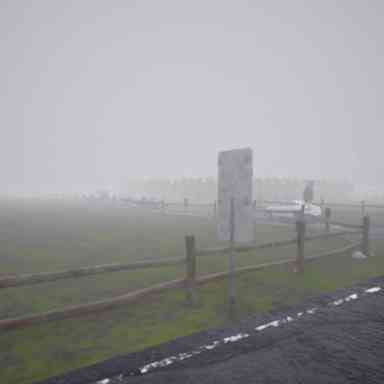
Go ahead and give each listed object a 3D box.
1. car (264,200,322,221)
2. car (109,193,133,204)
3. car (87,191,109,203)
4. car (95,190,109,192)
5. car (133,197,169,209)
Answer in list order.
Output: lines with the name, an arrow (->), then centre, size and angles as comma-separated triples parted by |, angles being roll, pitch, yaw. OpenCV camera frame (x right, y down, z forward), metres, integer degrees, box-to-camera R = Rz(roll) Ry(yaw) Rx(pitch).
car -> 7.628, 1.347, 25.468 | 1.812, 1.442, 4.674 | 1, 0, -36
car -> -10.454, 1.007, 50.739 | 1.837, 1.490, 4.892 | 1, 0, -35
car -> -15.140, 0.987, 52.454 | 1.812, 1.442, 4.674 | 1, 0, -36
car -> -16.313, 0.619, 58.807 | 2.150, 2.045, 5.566 | 1, 0, -36
car -> -4.445, 1.217, 37.395 | 1.895, 1.301, 4.718 | 1, 0, -36
